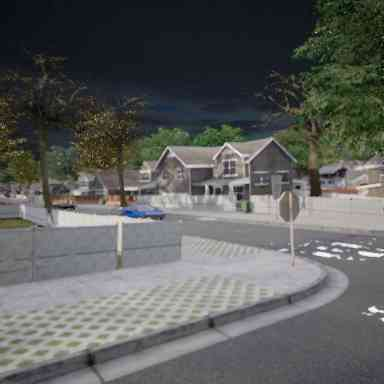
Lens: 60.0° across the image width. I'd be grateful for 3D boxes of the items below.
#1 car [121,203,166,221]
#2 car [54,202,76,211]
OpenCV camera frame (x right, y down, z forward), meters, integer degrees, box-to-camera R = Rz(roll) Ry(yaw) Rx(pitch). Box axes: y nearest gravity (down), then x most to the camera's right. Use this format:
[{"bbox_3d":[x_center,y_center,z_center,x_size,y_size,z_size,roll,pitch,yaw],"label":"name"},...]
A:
[{"bbox_3d":[-3.851,1.634,25.708,1.882,1.535,5.008,-4,2,-35],"label":"car"},{"bbox_3d":[-17.041,1.960,44.613,1.895,1.301,4.718,-4,2,-35],"label":"car"}]
